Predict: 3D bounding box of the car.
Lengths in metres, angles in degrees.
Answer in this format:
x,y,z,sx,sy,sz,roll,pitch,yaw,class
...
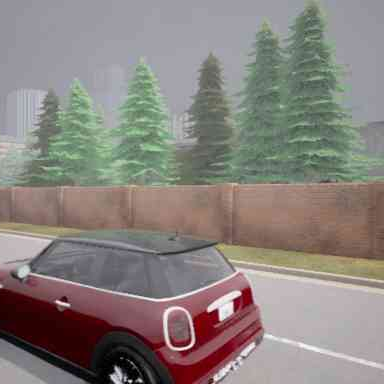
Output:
x,y,z,sx,sy,sz,roll,pitch,yaw,class
-1.347,1.352,4.943,4.553,1.767,2.097,0,0,35,car
